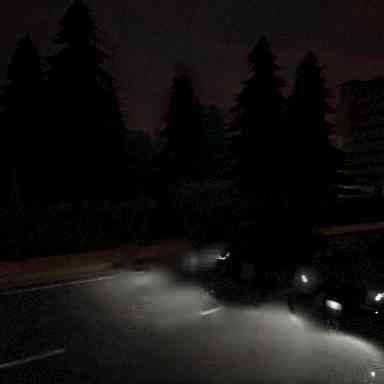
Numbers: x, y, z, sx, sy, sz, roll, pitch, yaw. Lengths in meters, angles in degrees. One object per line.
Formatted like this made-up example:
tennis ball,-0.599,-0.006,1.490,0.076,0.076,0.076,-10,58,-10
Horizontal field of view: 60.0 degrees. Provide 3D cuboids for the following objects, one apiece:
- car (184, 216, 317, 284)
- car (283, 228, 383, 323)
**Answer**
car,2.032,1.512,9.723,4.892,1.490,1.837,0,0,-35
car,4.605,1.554,7.257,5.357,1.411,2.033,0,0,-35
